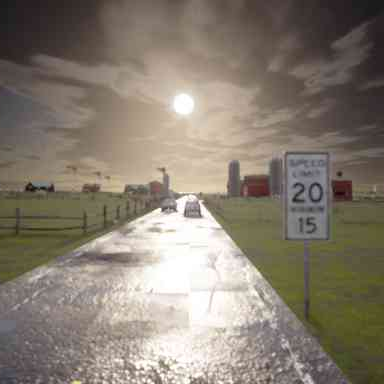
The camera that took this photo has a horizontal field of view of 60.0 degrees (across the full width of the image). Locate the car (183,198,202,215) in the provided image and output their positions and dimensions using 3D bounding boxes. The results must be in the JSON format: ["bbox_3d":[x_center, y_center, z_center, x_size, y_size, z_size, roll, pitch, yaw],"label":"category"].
[{"bbox_3d":[0.051,1.605,34.933,2.033,1.411,5.357,0,0,0],"label":"car"}]

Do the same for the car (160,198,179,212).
[{"bbox_3d":[-2.694,1.572,40.356,1.837,1.490,4.892,0,0,0],"label":"car"}]

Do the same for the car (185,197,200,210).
[{"bbox_3d":[0.078,1.556,46.622,1.882,1.535,5.008,0,0,0],"label":"car"}]
